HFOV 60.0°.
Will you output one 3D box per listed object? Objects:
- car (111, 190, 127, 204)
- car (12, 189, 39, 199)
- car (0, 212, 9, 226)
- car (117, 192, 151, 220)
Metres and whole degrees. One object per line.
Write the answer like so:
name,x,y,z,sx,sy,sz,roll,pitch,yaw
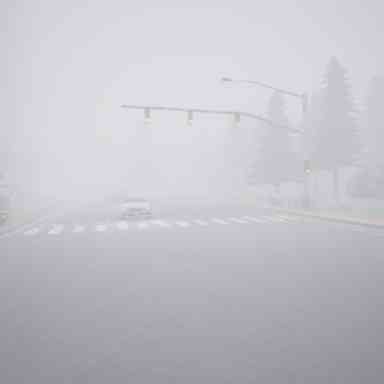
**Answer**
car,-8.389,0.493,38.984,2.128,1.511,4.902,-2,2,-20
car,-28.354,0.275,56.526,4.553,1.767,2.097,-1,2,12
car,-10.750,1.244,14.397,4.718,1.301,1.895,-1,3,0
car,-3.799,0.927,21.816,1.812,1.442,4.674,-2,2,-13
